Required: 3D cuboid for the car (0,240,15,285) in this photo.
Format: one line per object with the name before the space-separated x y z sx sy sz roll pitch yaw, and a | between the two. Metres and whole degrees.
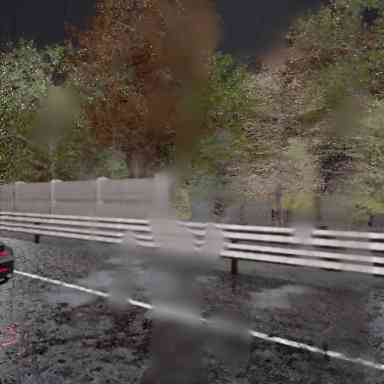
car | -6.380 1.561 8.418 4.892 1.490 1.837 0 0 35
